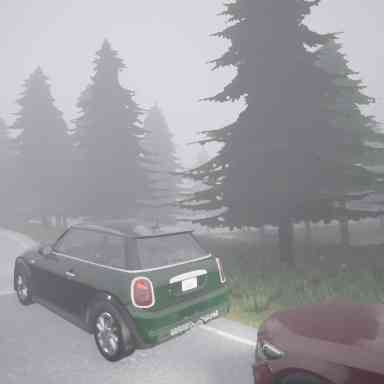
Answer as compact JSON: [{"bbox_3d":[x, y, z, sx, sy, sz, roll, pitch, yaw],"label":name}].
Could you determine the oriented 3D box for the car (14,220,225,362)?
[{"bbox_3d":[-1.567,1.309,6.198,4.553,1.767,2.097,1,1,44],"label":"car"}]

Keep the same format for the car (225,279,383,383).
[{"bbox_3d":[2.768,1.532,2.584,4.674,1.442,1.812,1,0,36],"label":"car"}]
